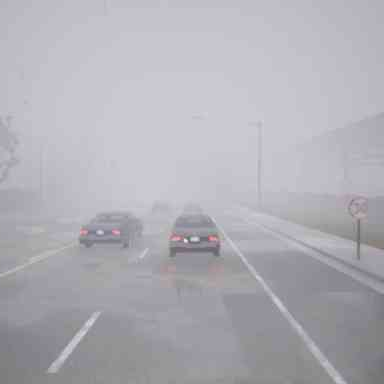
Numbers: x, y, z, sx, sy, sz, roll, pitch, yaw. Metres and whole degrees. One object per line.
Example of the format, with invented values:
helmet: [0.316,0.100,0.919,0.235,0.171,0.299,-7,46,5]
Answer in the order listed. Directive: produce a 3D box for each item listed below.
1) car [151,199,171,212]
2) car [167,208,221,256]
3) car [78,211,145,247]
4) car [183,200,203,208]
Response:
car: [-3.428,1.477,37.268,1.812,1.442,4.674,0,0,0]
car: [0.091,1.565,13.145,2.033,1.411,5.357,0,0,0]
car: [-3.414,1.568,14.988,2.033,1.411,5.357,0,0,1]
car: [0.078,1.508,33.257,1.812,1.442,4.674,0,0,0]
